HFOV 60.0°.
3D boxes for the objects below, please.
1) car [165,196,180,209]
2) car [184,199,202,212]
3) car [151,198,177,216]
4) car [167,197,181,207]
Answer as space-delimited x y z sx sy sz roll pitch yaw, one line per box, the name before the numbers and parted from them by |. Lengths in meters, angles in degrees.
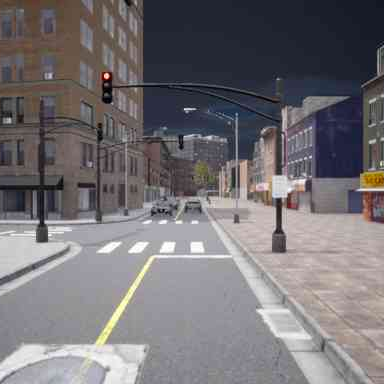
car | -2.824 1.360 42.087 2.097 1.767 4.553 0 0 0
car | 0.127 1.497 38.211 2.128 1.511 4.902 0 0 0
car | -2.832 1.568 32.315 1.994 1.385 4.181 0 0 0
car | -2.815 1.560 52.710 2.033 1.411 5.357 0 0 0
